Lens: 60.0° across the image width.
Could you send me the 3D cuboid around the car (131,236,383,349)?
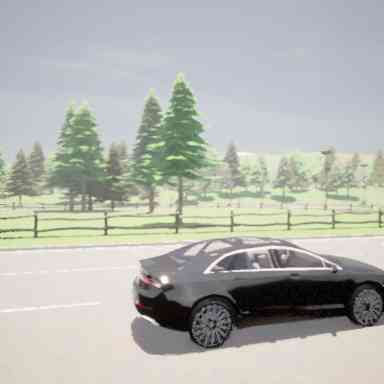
[{"bbox_3d":[1.368,1.597,6.175,4.902,1.511,2.128,1,-1,-17],"label":"car"}]
